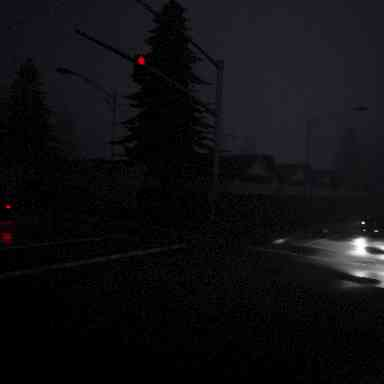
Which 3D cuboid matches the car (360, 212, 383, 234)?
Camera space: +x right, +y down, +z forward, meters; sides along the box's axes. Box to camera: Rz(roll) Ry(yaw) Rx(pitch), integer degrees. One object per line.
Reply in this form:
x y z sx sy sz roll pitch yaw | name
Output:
11.965 1.969 20.763 1.895 1.301 4.718 3 1 39 | car

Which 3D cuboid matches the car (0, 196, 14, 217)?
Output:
-11.911 0.698 18.696 4.718 1.301 1.895 4 2 40 | car
